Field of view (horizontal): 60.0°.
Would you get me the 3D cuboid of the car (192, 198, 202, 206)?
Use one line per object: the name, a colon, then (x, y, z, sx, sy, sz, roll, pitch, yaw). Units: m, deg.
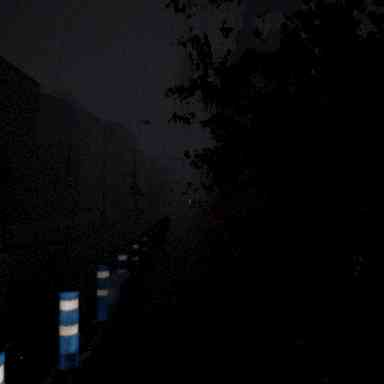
car: (0.903, 1.835, 62.781, 1.895, 1.301, 4.718, 0, 2, 1)

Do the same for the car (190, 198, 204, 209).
car: (0.748, 1.807, 49.419, 1.994, 1.385, 4.181, 0, 0, 0)
